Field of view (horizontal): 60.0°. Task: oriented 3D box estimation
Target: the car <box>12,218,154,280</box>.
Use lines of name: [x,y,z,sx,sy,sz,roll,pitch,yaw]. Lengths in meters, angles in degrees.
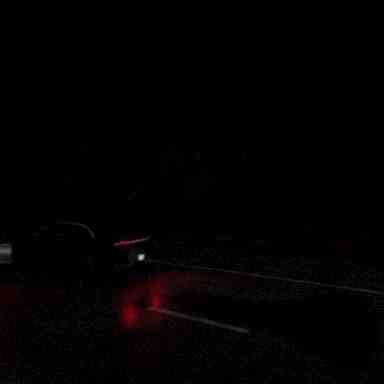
car: [-3.432,1.536,10.081,4.902,1.511,2.128,0,0,31]
